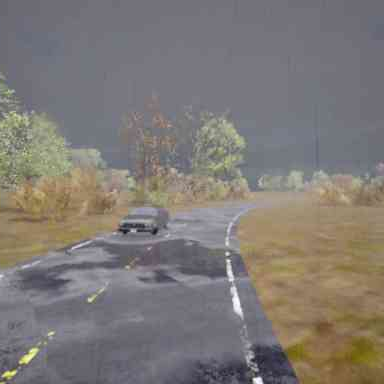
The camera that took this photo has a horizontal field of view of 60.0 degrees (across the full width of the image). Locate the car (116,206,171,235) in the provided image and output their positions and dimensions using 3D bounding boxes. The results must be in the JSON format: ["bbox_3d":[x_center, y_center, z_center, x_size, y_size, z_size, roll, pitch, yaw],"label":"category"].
[{"bbox_3d":[-2.496,1.490,18.749,2.033,1.411,5.357,0,0,8],"label":"car"}]
